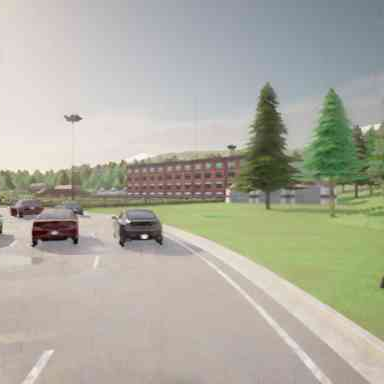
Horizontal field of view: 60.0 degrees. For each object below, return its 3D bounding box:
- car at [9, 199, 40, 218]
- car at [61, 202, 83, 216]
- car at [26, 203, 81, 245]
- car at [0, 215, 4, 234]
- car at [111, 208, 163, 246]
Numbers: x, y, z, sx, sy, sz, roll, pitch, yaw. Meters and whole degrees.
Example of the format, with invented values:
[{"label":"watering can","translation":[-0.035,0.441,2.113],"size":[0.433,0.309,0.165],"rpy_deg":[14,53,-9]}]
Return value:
[{"label":"car","translation":[-15.725,1.477,31.505],"size":[2.097,1.767,4.553],"rpy_deg":[-1,0,-40]},{"label":"car","translation":[-12.374,1.665,32.959],"size":[1.994,1.385,4.181],"rpy_deg":[0,0,-39]},{"label":"car","translation":[-6.469,1.530,15.994],"size":[1.882,1.535,5.008],"rpy_deg":[0,0,-19]},{"label":"car","translation":[-10.809,1.609,16.810],"size":[1.812,1.442,4.674],"rpy_deg":[0,0,-22]},{"label":"car","translation":[-2.624,1.530,15.585],"size":[1.837,1.490,4.892],"rpy_deg":[0,0,-17]}]
